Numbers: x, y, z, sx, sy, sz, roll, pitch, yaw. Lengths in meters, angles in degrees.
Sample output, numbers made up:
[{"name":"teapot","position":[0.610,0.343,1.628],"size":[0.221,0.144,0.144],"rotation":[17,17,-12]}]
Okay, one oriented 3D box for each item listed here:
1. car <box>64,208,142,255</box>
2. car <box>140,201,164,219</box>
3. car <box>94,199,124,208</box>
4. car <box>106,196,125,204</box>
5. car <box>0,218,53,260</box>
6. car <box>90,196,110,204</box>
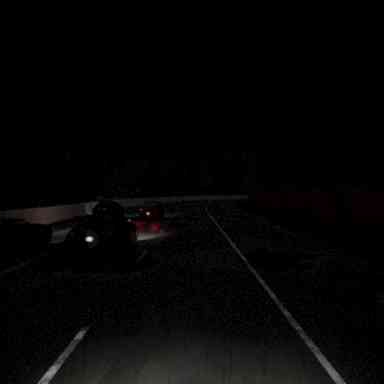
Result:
[{"name":"car","position":[-3.452,1.565,13.262],"size":[1.994,1.385,4.181],"rotation":[0,0,0]},{"name":"car","position":[-3.451,1.524,28.626],"size":[1.812,1.442,4.674],"rotation":[0,0,0]},{"name":"car","position":[-6.956,1.505,27.979],"size":[1.837,1.490,4.892],"rotation":[0,0,0]},{"name":"car","position":[-14.783,1.523,64.778],"size":[1.812,1.442,4.674],"rotation":[0,0,13]},{"name":"car","position":[-6.961,1.601,12.342],"size":[1.895,1.301,4.718],"rotation":[0,0,0]},{"name":"car","position":[-18.154,1.523,65.819],"size":[1.812,1.442,4.674],"rotation":[0,0,13]}]
